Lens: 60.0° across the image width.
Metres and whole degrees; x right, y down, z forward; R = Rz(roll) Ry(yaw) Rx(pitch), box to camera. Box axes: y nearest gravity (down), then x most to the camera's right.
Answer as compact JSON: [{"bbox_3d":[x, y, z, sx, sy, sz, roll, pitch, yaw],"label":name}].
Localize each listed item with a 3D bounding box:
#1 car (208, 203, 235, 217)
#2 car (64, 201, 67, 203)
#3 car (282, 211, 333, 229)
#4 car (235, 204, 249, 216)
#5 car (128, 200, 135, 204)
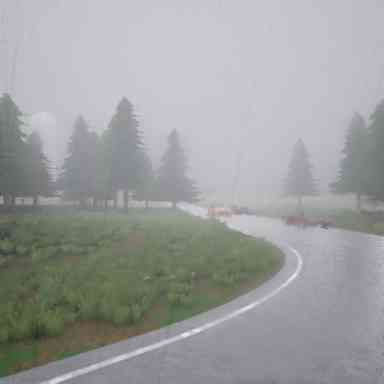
[{"bbox_3d":[3.229,2.098,39.251,2.097,1.767,4.553,0,-1,-7],"label":"car"},{"bbox_3d":[-34.112,3.256,88.676,1.851,1.617,3.988,0,-1,-7],"label":"car"},{"bbox_3d":[8.503,2.046,25.061,1.895,1.301,4.718,0,-1,-8],"label":"car"},{"bbox_3d":[6.082,2.320,43.746,1.837,1.490,4.892,0,-1,-7],"label":"car"},{"bbox_3d":[-17.659,3.110,92.992,1.905,1.878,3.866,0,-1,-38],"label":"car"}]
